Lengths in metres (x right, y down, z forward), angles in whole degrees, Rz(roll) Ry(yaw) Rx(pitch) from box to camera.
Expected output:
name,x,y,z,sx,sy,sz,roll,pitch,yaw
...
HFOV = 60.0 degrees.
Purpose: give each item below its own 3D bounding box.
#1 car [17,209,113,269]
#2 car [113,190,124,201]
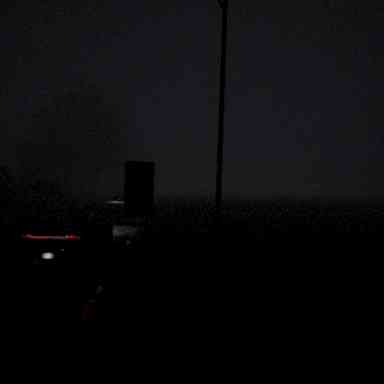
name,x,y,z,sx,sy,sz,roll,pitch,yaw
car,-3.651,1.264,10.357,2.128,1.511,4.902,2,1,-5
car,-9.473,0.450,45.176,2.033,1.411,5.357,2,1,-5
